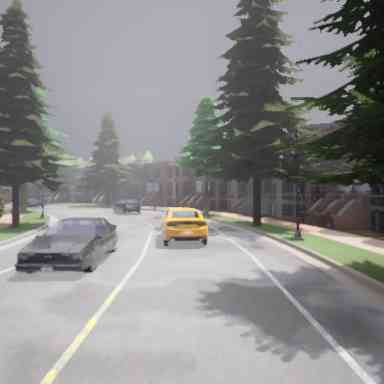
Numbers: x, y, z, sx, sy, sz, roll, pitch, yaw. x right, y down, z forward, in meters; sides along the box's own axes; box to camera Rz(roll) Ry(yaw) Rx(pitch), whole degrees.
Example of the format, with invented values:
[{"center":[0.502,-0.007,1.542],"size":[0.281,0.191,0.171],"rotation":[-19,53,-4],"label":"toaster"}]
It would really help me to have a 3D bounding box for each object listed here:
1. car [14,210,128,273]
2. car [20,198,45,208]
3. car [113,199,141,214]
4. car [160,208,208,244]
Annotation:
[{"center":[-3.690,1.554,10.986],"size":[2.033,1.411,5.357],"rotation":[0,0,-1],"label":"car"},{"center":[-22.873,1.594,47.658],"size":[4.181,1.385,1.994],"rotation":[0,0,37],"label":"car"},{"center":[-6.946,1.513,35.210],"size":[2.128,1.511,4.902],"rotation":[0,0,-29],"label":"car"},{"center":[-0.456,1.487,15.864],"size":[1.882,1.535,5.008],"rotation":[0,0,-6],"label":"car"}]
